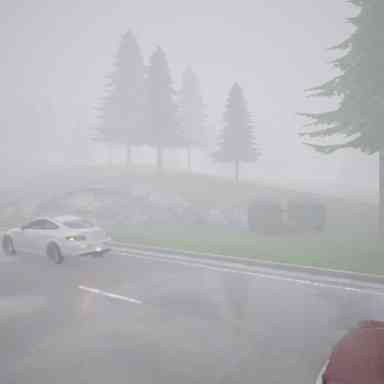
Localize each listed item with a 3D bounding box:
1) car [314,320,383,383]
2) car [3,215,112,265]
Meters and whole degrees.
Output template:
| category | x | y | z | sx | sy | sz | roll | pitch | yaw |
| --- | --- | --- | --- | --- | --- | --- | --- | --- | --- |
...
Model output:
| category | x | y | z | sx | sy | sz | roll | pitch | yaw |
| --- | --- | --- | --- | --- | --- | --- | --- | --- | --- |
| car | 3.127 | 1.599 | 1.763 | 4.718 | 1.301 | 1.895 | 0 | 0 | 36 |
| car | -4.790 | 1.538 | 11.707 | 4.674 | 1.442 | 1.812 | 0 | 0 | 35 |
